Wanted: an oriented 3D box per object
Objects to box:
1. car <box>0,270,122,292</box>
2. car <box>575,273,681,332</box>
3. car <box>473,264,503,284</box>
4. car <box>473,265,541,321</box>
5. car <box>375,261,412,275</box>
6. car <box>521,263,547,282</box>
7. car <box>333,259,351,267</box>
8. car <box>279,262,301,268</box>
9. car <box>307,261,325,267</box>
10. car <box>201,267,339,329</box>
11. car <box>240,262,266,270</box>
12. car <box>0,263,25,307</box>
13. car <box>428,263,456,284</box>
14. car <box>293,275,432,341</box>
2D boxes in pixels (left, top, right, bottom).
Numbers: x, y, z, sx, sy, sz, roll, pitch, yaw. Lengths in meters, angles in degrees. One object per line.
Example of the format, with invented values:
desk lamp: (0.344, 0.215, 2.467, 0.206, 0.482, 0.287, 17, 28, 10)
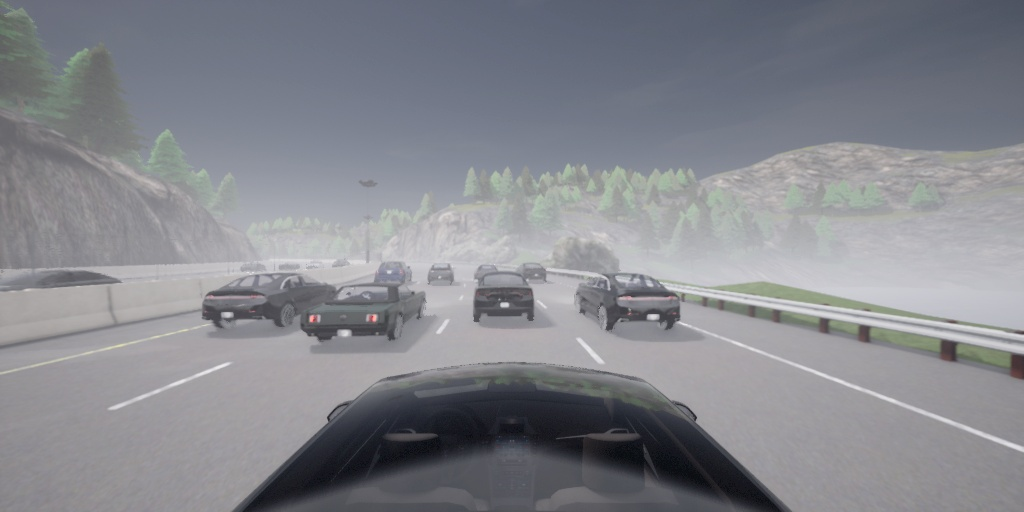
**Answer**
car: (-18.161, 1.319, 13.929, 1.837, 1.490, 4.892, 0, 0, -5)
car: (3.249, 1.248, 10.967, 2.128, 1.511, 4.902, 0, 0, -3)
car: (-1.977, 1.362, 28.362, 1.994, 1.385, 4.181, 0, 0, -8)
car: (-0.348, 1.246, 12.640, 1.882, 1.535, 5.008, 0, 0, -3)
car: (-8.876, 1.165, 27.182, 2.097, 1.767, 4.553, 0, 0, -8)
car: (1.458, 1.268, 29.148, 1.882, 1.535, 5.008, 0, 0, -8)
car: (-26.541, 1.255, 56.101, 2.097, 1.767, 4.553, 0, 0, -18)
car: (-32.990, 1.515, 53.343, 1.895, 1.301, 4.718, 0, 0, -17)
car: (-29.743, 1.433, 54.634, 1.812, 1.442, 4.674, 0, 0, -18)
car: (-7.282, 1.275, 11.428, 2.128, 1.511, 4.902, 0, 0, -3)
car: (-35.333, 1.476, 49.024, 1.994, 1.385, 4.181, 0, 0, -16)
car: (-21.598, 1.173, 12.900, 2.097, 1.767, 4.553, 0, 0, -5)
car: (-5.383, 1.296, 27.508, 2.128, 1.511, 4.902, 0, 0, -8)
car: (-3.679, 1.373, 9.906, 1.895, 1.301, 4.718, 0, 0, -2)
